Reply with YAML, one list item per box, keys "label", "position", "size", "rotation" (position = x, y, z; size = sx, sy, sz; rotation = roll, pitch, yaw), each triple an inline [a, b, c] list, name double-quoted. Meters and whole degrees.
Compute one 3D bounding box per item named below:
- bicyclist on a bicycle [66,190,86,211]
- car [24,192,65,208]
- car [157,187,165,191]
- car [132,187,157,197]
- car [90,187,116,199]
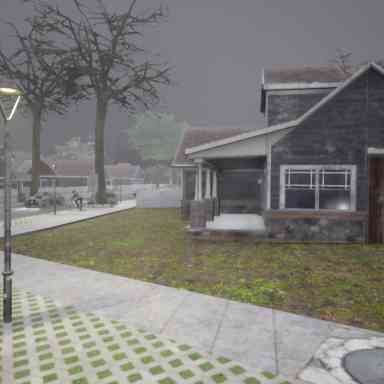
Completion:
- label: "bicyclist on a bicycle"
  position: [-9.059, 0.697, 25.922]
  size: [1.656, 1.620, 0.582]
  rotation: [1, 2, 10]
- label: "car"
  position: [-13.961, 0.677, 31.712]
  size: [1.994, 1.385, 4.181]
  rotation: [1, 2, 11]
- label: "car"
  position: [-5.707, -0.281, 60.964]
  size: [1.895, 1.301, 4.718]
  rotation: [1, 2, 10]
- label: "car"
  position: [-7.454, 0.045, 51.112]
  size: [1.895, 1.301, 4.718]
  rotation: [1, 2, 11]
- label: "car"
  position: [-11.688, 0.152, 44.021]
  size: [2.128, 1.511, 4.902]
  rotation: [1, 2, 10]
